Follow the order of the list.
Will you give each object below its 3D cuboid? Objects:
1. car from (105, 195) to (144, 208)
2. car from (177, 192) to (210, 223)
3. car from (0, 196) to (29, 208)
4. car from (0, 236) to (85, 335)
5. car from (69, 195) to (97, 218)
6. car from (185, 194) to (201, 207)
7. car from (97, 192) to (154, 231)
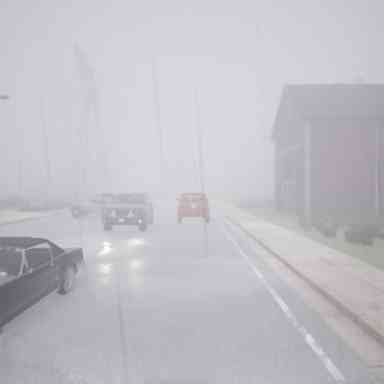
[{"bbox_3d":[-8.058,1.111,39.942,4.193,1.474,1.816,0,1,1],"label":"car"},{"bbox_3d":[0.100,0.990,23.494,2.150,2.045,5.566,0,1,0],"label":"car"},{"bbox_3d":[-20.930,1.138,38.827,3.905,1.438,1.784,0,1,1],"label":"car"},{"bbox_3d":[-3.540,1.543,5.786,1.895,1.301,4.718,0,1,1],"label":"car"},{"bbox_3d":[-7.570,1.052,26.455,3.866,1.878,1.905,0,1,1],"label":"car"},{"bbox_3d":[0.102,1.056,42.641,1.882,1.535,5.008,0,1,0],"label":"car"},{"bbox_3d":[-3.515,1.030,19.397,2.150,2.045,5.566,0,0,0],"label":"car"}]
